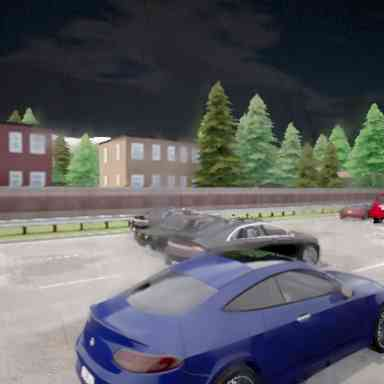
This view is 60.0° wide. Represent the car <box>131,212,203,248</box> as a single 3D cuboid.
[{"bbox_3d":[0.328,1.572,12.578,4.718,1.301,1.895,0,0,-35],"label":"car"}]

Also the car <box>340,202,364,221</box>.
[{"bbox_3d":[13.562,1.462,26.315,4.181,1.385,1.994,0,0,-35],"label":"car"}]

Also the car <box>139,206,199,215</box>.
[{"bbox_3d":[-0.566,1.458,16.240,4.902,1.511,2.128,0,0,-35],"label":"car"}]

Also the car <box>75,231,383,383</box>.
[{"bbox_3d":[0.910,1.513,4.412,4.674,1.442,1.812,0,0,-36],"label":"car"}]

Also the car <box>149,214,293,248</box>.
[{"bbox_3d":[1.570,1.467,9.166,4.902,1.511,2.128,0,0,-35],"label":"car"}]

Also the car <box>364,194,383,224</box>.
[{"bbox_3d":[14.300,1.125,22.541,5.566,2.045,2.150,0,0,-35],"label":"car"}]
